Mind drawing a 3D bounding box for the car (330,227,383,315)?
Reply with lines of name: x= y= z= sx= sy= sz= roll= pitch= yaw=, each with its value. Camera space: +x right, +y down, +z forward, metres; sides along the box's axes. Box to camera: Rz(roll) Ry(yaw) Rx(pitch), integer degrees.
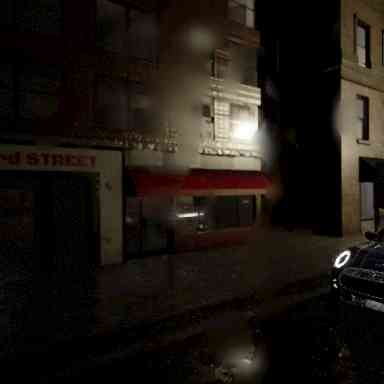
car: x=4.866 y=1.258 z=6.794 sx=4.553 sy=1.767 sz=2.097 roll=-1 pitch=1 yaw=-35
